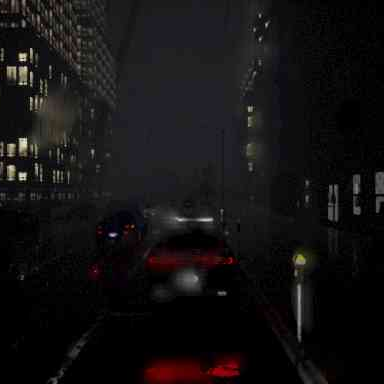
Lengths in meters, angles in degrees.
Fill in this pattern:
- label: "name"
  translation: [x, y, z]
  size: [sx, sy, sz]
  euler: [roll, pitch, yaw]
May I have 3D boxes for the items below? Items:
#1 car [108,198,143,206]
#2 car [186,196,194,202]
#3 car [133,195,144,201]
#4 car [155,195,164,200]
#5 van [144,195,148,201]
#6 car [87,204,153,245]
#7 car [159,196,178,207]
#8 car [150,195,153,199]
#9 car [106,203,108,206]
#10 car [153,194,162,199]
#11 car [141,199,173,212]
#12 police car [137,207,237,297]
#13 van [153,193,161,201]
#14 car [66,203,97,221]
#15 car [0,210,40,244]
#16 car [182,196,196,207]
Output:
- label: "car"
  translation: [-6.241, 1.554, 31.706]
  size: [1.994, 1.385, 4.181]
  euler: [0, 0, 0]
- label: "car"
  translation: [-0.452, 1.533, 78.399]
  size: [1.802, 1.307, 4.206]
  euler: [0, 0, 0]
- label: "car"
  translation: [-8.833, 1.523, 49.953]
  size: [1.887, 1.381, 4.507]
  euler: [0, 0, 0]
- label: "car"
  translation: [-8.832, 1.504, 89.799]
  size: [1.947, 1.339, 4.313]
  euler: [0, 0, 0]
- label: "van"
  translation: [-8.832, 1.315, 55.646]
  size: [1.690, 1.788, 3.998]
  euler: [0, 0, 0]
- label: "car"
  translation: [-3.145, 1.523, 15.508]
  size: [1.812, 1.442, 4.674]
  euler: [0, 0, 0]
- label: "car"
  translation: [-3.051, 1.544, 46.602]
  size: [1.994, 1.385, 4.181]
  euler: [0, 0, 0]
- label: "car"
  translation: [-8.832, 1.551, 61.338]
  size: [1.802, 1.307, 4.206]
  euler: [0, 0, 0]
- label: "car"
  translation: [-8.833, 1.537, 38.569]
  size: [2.008, 1.369, 4.403]
  euler: [0, 0, 0]
- label: "car"
  translation: [-8.832, 1.391, 78.413]
  size: [1.967, 1.590, 4.097]
  euler: [0, 0, 0]
- label: "car"
  translation: [-3.053, 1.592, 29.413]
  size: [1.895, 1.301, 4.718]
  euler: [0, 0, 0]
- label: "police car"
  translation: [-0.012, 1.424, 8.759]
  size: [1.930, 1.638, 5.238]
  euler: [0, 0, 0]
- label: "van"
  translation: [-8.831, 1.286, 84.106]
  size: [1.690, 1.788, 3.998]
  euler: [0, 0, 0]
- label: "car"
  translation: [-8.832, 1.575, 27.183]
  size: [1.802, 1.307, 4.206]
  euler: [0, 0, 0]
- label: "car"
  translation: [-8.833, 1.563, 15.800]
  size: [1.947, 1.339, 4.313]
  euler: [0, 0, 0]
- label: "car"
  translation: [-0.452, 1.548, 44.248]
  size: [1.947, 1.339, 4.313]
  euler: [0, 0, 0]
